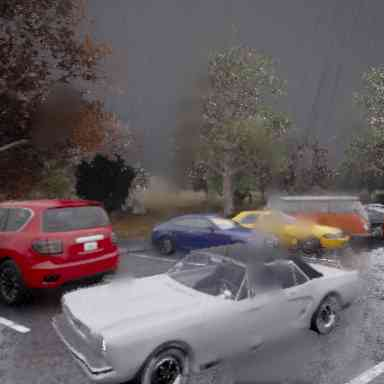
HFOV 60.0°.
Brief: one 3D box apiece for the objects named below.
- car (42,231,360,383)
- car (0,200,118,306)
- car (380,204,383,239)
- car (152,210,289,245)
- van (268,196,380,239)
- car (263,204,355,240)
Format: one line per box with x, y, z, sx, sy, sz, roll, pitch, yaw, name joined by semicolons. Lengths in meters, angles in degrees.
0.482;1.578;5.097;4.718;1.301;1.895;0;0;-35;car
-4.237;1.226;8.211;5.566;2.045;2.435;-1;0;34;car
8.008;1.429;16.645;4.674;1.452;2.002;-1;0;36;car
0.658;1.479;11.607;4.674;1.452;2.002;-1;-1;35;car
5.645;1.177;14.913;4.442;1.987;1.878;-1;-1;35;van
3.254;1.416;13.189;5.366;1.575;1.946;-1;-1;35;car
